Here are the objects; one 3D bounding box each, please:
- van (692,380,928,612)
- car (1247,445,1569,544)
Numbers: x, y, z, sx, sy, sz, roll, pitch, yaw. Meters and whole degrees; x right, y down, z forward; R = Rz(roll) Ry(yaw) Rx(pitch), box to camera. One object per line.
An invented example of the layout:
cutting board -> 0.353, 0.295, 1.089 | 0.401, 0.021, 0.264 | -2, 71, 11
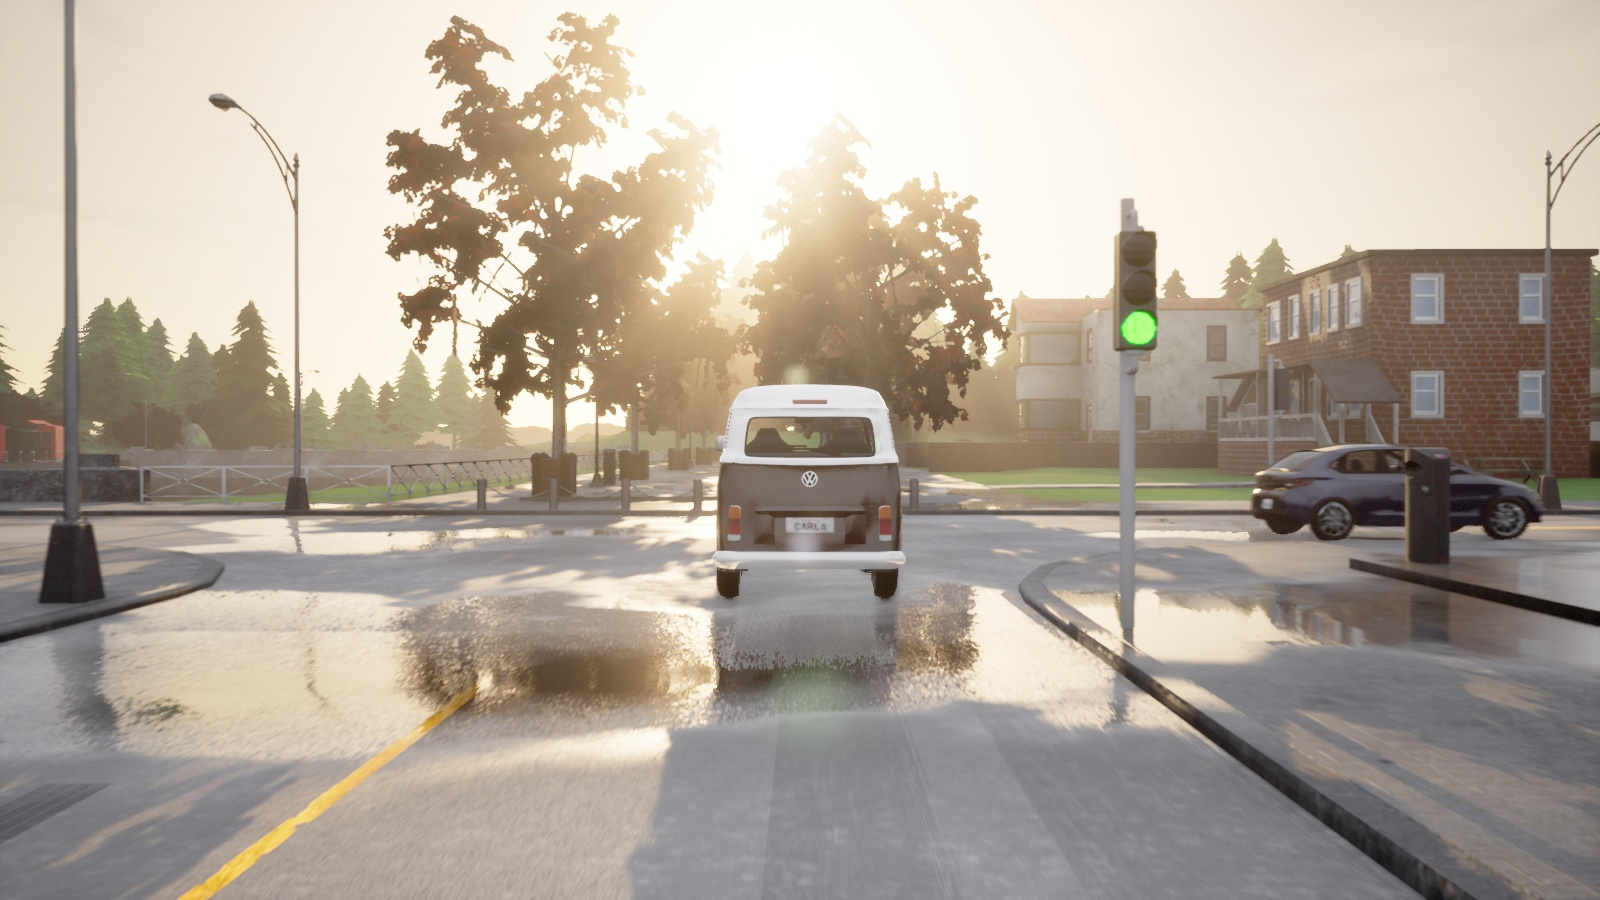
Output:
van -> 0.053, 0.395, 13.308 | 2.069, 2.038, 4.480 | 0, 0, -1
car -> 9.419, 0.658, 19.658 | 4.193, 1.474, 1.816 | 0, 0, -5
